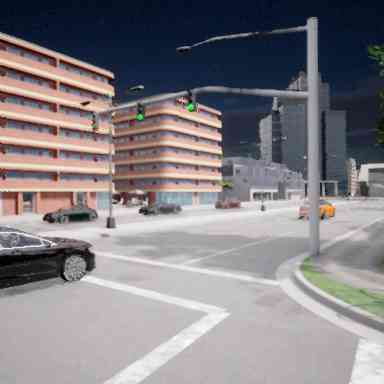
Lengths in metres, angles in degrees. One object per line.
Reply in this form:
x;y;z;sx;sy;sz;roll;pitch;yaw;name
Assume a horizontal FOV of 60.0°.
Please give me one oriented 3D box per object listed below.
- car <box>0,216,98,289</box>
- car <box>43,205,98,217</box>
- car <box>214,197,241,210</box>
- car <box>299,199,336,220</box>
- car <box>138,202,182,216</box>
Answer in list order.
-4.545;1.559;7.742;2.128;1.511;4.902;-1;0;36;car
-9.578;1.744;26.432;1.994;1.385;4.181;-1;0;36;car
4.991;1.524;46.316;2.097;1.767;4.553;-1;-1;36;car
10.924;1.403;28.878;2.097;1.767;4.553;-1;0;36;car
-3.243;1.723;35.088;2.033;1.411;5.357;-1;0;36;car
